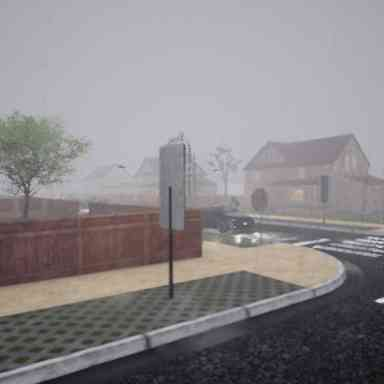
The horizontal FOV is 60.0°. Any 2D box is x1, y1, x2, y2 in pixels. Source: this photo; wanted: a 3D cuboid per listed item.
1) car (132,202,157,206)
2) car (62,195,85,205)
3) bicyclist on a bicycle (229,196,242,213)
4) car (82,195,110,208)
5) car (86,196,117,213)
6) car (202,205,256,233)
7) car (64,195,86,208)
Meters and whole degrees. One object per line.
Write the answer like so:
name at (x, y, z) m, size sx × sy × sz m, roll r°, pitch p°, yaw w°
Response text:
car at (-3.653, 1.474, 26.657) m, size 1.895 × 1.301 × 4.718 m, roll 0°, pitch 1°, yaw -36°
car at (-18.926, 1.231, 52.831) m, size 2.128 × 1.511 × 4.902 m, roll 0°, pitch 0°, yaw -36°
bicyclist on a bicycle at (3.456, 1.157, 26.792) m, size 1.656 × 1.620 × 0.582 m, roll -1°, pitch 1°, yaw -36°
car at (-12.894, 1.266, 44.496) m, size 2.128 × 1.511 × 4.902 m, roll 0°, pitch 0°, yaw -35°
car at (-8.974, 1.398, 34.091) m, size 1.994 × 1.385 × 4.181 m, roll 0°, pitch 1°, yaw -35°
car at (1.668, 1.480, 19.239) m, size 1.994 × 1.385 × 4.181 m, roll 0°, pitch 1°, yaw -35°
car at (-14.843, 1.395, 42.326) m, size 1.895 × 1.301 × 4.718 m, roll 0°, pitch 0°, yaw -35°
